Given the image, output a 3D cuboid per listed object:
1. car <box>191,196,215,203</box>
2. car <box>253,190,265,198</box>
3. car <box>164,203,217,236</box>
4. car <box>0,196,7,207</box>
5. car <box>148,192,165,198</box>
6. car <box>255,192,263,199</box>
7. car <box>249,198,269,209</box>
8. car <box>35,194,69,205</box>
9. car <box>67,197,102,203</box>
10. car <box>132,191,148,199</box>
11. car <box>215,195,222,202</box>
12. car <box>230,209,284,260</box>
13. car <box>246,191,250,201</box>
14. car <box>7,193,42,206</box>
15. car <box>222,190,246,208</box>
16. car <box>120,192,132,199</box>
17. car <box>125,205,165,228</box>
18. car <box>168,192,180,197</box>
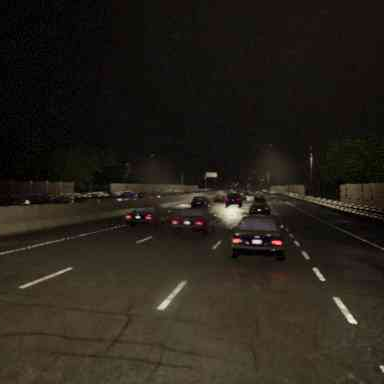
[{"bbox_3d":[1.163,1.286,40.888,2.097,1.767,4.553,1,1,11],"label":"car"},{"bbox_3d":[12.273,1.109,60.657,2.097,1.767,4.553,1,1,11],"label":"car"},{"bbox_3d":[0.258,1.600,19.084,2.033,1.411,5.357,1,0,12],"label":"car"},{"bbox_3d":[-21.031,1.176,37.158,2.033,1.411,5.357,1,0,12],"label":"car"},{"bbox_3d":[-7.099,0.783,70.932,1.837,1.490,4.892,1,1,11],"label":"car"},{"bbox_3d":[16.448,0.925,81.932,1.882,1.535,5.008,1,1,11],"label":"car"},{"bbox_3d":[6.753,1.668,33.287,1.994,1.385,4.181,1,1,12],"label":"car"},{"bbox_3d":[-14.122,1.263,35.995,2.128,1.511,4.902,1,0,12],"label":"car"},{"bbox_3d":[-10.744,1.410,35.062,1.895,1.301,4.718,1,0,12],"label":"car"},{"bbox_3d":[-10.525,0.578,71.632,2.097,1.767,4.553,1,1,11],"label":"car"},{"bbox_3d":[4.796,1.229,58.956,2.033,1.411,5.357,1,1,11],"label":"car"},{"bbox_3d":[2.547,1.628,12.907,2.033,1.411,5.357,1,0,12],"label":"car"},{"bbox_3d":[10.246,1.153,68.462,1.994,1.385,4.181,1,1,11],"label":"car"},{"bbox_3d":[-17.542,1.052,36.724,2.097,1.767,4.553,1,0,12],"label":"car"},{"bbox_3d":[6.043,1.126,47.346,2.150,2.045,5.566,1,1,11],"label":"car"},{"bbox_3d":[-13.967,0.641,72.280,1.882,1.535,5.008,1,1,11],"label":"car"},{"bbox_3d":[-2.685,1.550,22.128,2.033,1.411,5.357,1,0,12],"label":"car"},{"bbox_3d":[-3.665,0.842,70.257,1.837,1.490,4.892,1,1,11],"label":"car"}]
